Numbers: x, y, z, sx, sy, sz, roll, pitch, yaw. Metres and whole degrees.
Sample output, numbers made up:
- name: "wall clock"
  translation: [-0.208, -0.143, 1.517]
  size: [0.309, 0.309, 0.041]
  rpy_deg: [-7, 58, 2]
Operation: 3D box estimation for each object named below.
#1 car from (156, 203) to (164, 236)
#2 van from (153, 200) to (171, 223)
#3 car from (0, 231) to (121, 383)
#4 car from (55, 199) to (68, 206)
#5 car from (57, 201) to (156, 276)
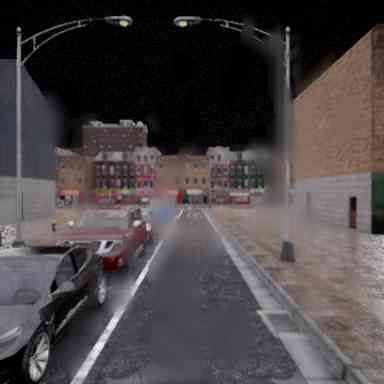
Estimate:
- name: "car"
  translation: [-2.640, 1.552, 16.214]
  size: [1.967, 1.590, 4.097]
  rpy_deg: [0, 0, 0]
- name: "van"
  translation: [-2.637, 1.531, 27.069]
  size: [1.690, 1.788, 3.998]
  rpy_deg: [-1, 0, 0]
- name: "car"
  translation: [-2.642, 1.603, 5.360]
  size: [1.947, 1.339, 4.313]
  rpy_deg: [0, 0, 0]
- name: "car"
  translation: [-24.528, 1.880, 58.943]
  size: [4.902, 1.511, 2.128]
  rpy_deg: [0, 0, 0]
- name: "car"
  translation: [-2.643, 1.389, 10.788]
  size: [2.192, 1.841, 5.009]
  rpy_deg: [0, 0, 0]
